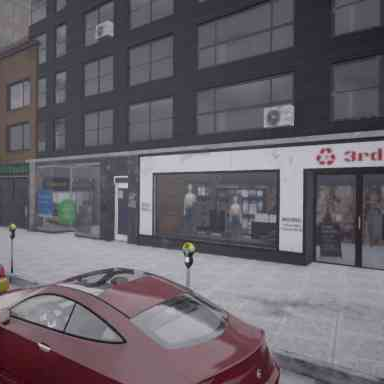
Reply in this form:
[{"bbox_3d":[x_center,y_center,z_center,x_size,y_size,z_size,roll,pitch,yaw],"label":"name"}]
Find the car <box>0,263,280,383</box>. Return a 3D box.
[{"bbox_3d":[-1.118,1.581,3.866,4.206,1.307,1.802,0,1,35],"label":"car"}]
